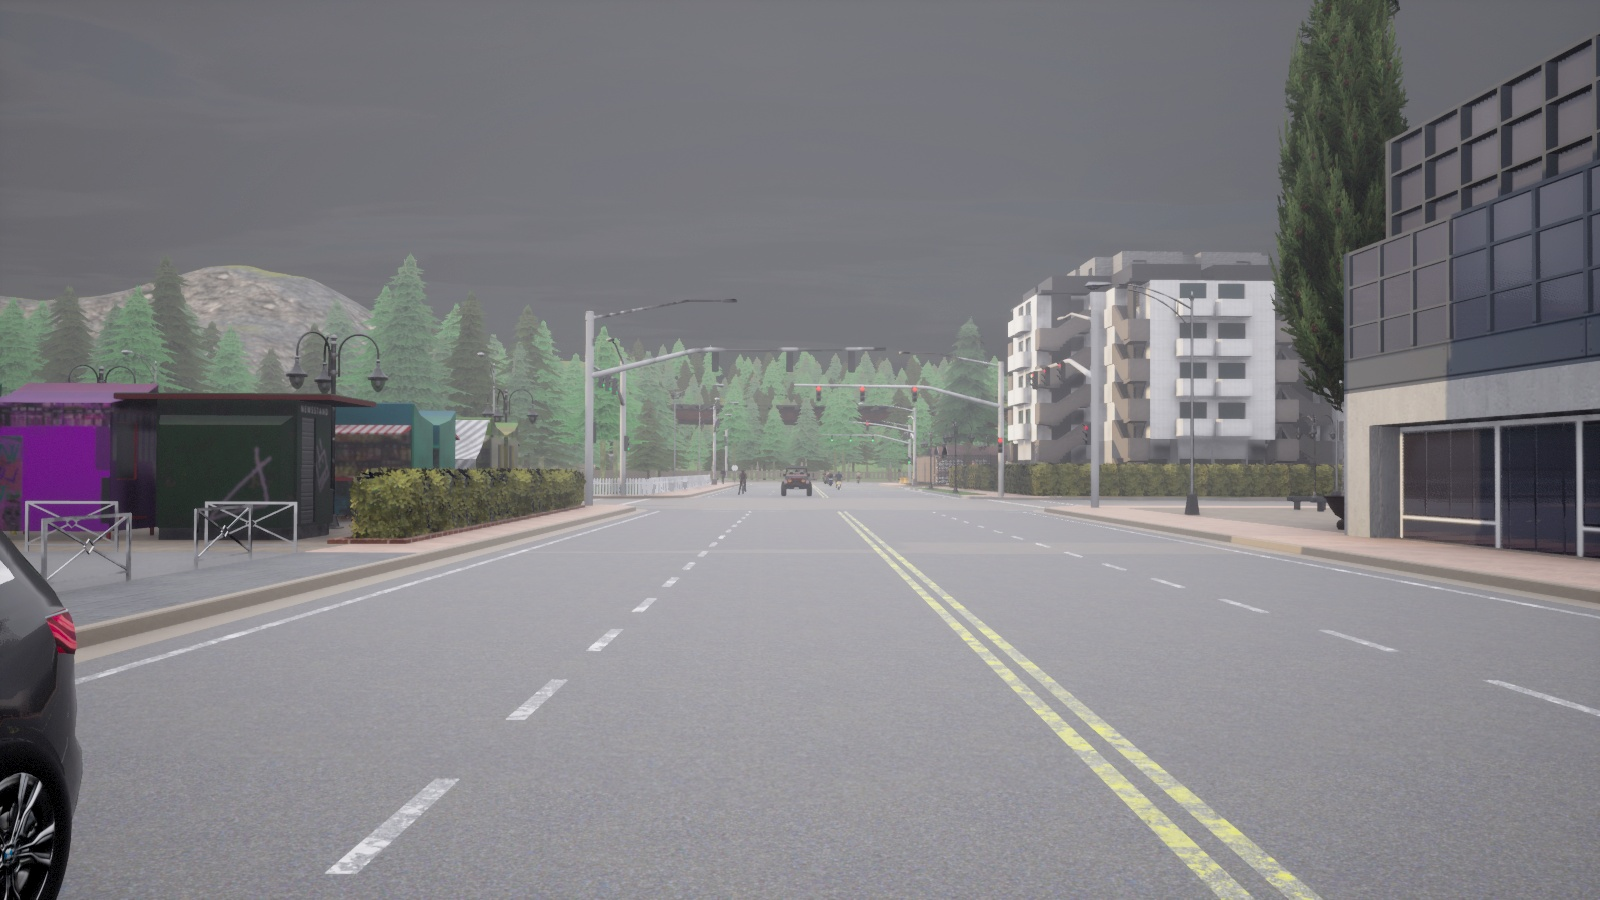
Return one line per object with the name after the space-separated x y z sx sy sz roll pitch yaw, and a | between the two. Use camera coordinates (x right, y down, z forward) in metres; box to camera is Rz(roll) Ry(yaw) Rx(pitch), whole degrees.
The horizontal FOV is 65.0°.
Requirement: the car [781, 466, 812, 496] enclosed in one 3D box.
-0.200 1.930 78.718 1.905 1.878 3.866 0 -1 0 | car

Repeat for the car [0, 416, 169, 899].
-3.507 0.714 2.453 2.242 1.667 4.611 0 -1 0 | car
